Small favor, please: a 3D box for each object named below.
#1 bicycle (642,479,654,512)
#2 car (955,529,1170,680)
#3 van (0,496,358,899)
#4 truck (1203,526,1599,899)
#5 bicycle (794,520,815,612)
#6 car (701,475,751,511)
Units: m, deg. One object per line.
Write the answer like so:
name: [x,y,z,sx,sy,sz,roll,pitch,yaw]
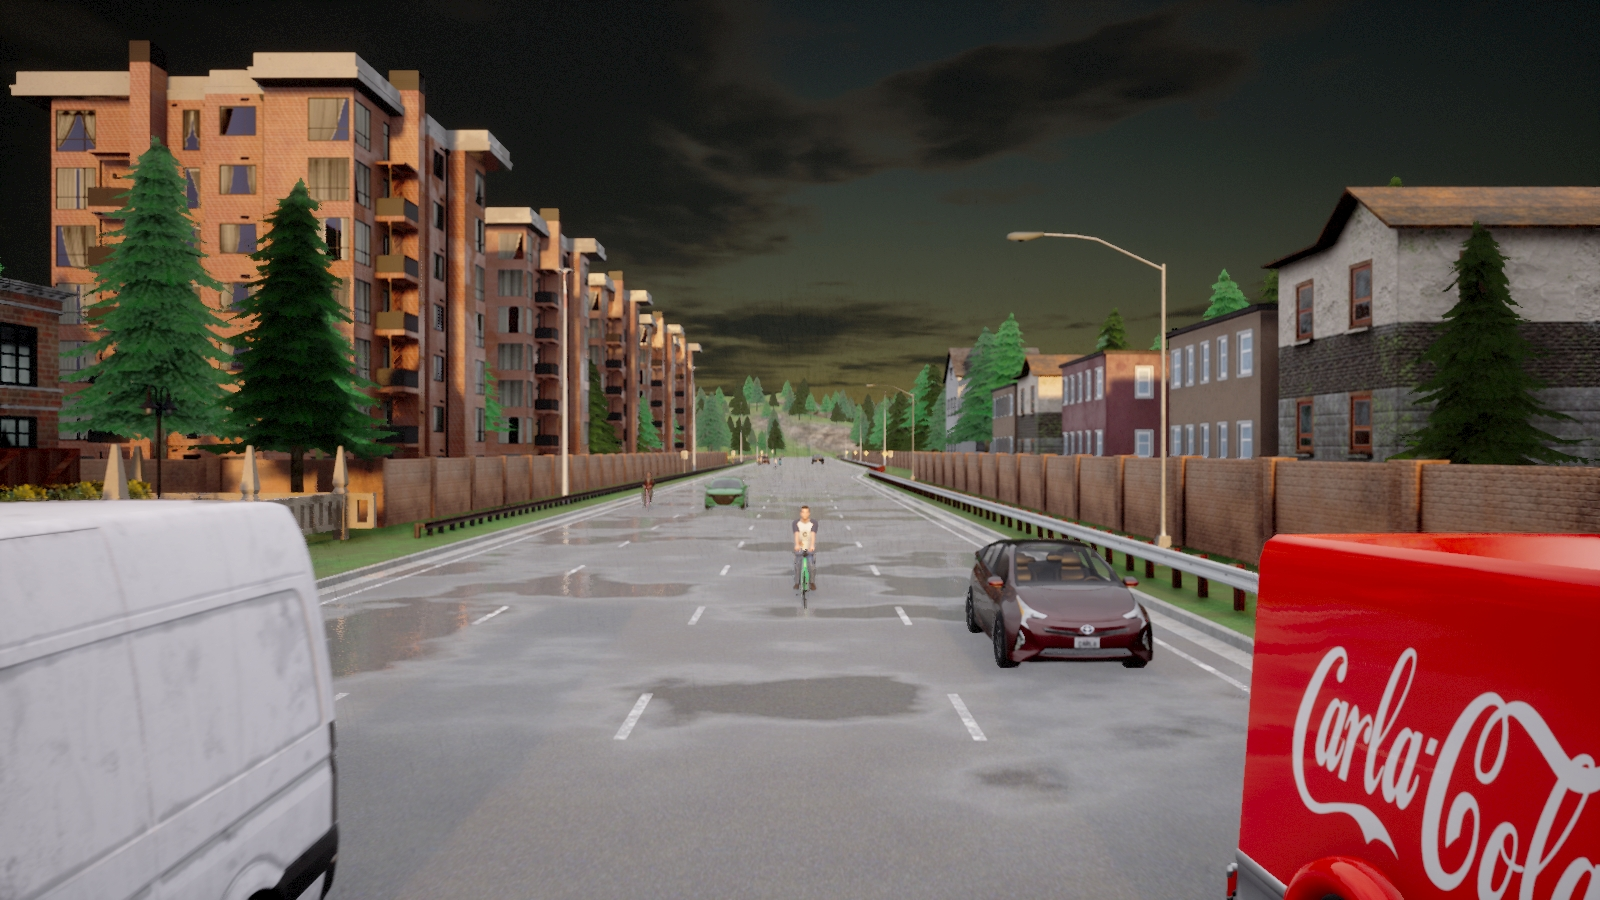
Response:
bicycle: [-6.996,2.071,52.596,0.329,1.471,1.835,0,0,0]
car: [3.499,2.043,16.170,2.007,1.525,4.514,0,0,0]
van: [-3.499,1.536,3.504,1.988,2.561,5.915,0,0,0]
truck: [3.500,1.587,3.565,2.627,2.467,5.204,0,-1,0]
bicycle: [0.090,2.060,20.619,0.373,1.496,1.643,0,0,1]
car: [-3.501,2.045,55.028,2.097,1.535,5.006,0,0,0]
